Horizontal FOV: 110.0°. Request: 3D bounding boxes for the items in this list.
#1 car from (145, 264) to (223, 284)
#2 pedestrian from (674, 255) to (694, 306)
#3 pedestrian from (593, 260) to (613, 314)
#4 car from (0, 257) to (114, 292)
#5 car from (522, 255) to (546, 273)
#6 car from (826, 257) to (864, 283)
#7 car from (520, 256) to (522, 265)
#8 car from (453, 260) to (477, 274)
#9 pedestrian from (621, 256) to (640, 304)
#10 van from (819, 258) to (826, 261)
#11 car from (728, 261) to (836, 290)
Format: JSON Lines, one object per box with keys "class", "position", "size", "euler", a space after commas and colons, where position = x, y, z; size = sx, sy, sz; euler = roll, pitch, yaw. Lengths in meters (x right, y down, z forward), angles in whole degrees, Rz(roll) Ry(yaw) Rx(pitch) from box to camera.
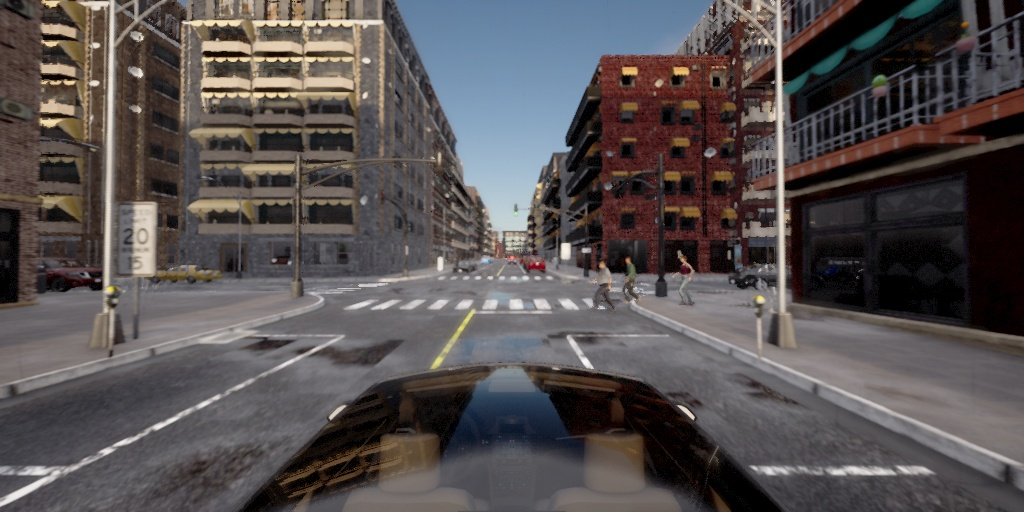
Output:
{"class": "car", "position": [-24.442, 1.314, 26.740], "size": [4.829, 1.417, 1.751], "euler": [0, 0, 0]}
{"class": "pedestrian", "position": [6.093, 0.838, 12.682], "size": [0.375, 1.860, 0.375], "euler": [1, -1, 0]}
{"class": "pedestrian", "position": [3.050, 0.997, 12.079], "size": [0.375, 1.860, 0.375], "euler": [1, -1, 0]}
{"class": "car", "position": [-24.289, 0.977, 18.860], "size": [5.009, 1.841, 2.192], "euler": [0, 0, 0]}
{"class": "car", "position": [2.568, 0.894, 39.060], "size": [2.192, 1.841, 5.009], "euler": [0, 0, 0]}
{"class": "car", "position": [24.590, 0.965, 24.165], "size": [4.553, 1.767, 2.097], "euler": [0, -1, 0]}
{"class": "car", "position": [2.569, 0.848, 50.183], "size": [2.192, 1.841, 5.009], "euler": [0, 0, 0]}
{"class": "car", "position": [-5.313, 1.145, 39.015], "size": [1.948, 1.339, 4.313], "euler": [0, 0, 0]}
{"class": "pedestrian", "position": [4.380, 0.839, 13.282], "size": [0.375, 1.860, 0.375], "euler": [1, -1, 0]}
{"class": "van", "position": [24.904, 0.994, 26.618], "size": [3.998, 1.789, 1.690], "euler": [0, 0, 0]}
{"class": "car", "position": [13.746, 1.103, 18.766], "size": [4.403, 1.370, 2.007], "euler": [0, 0, 0]}
